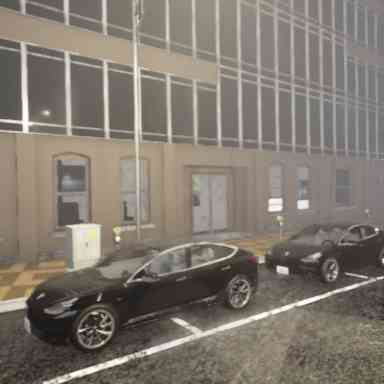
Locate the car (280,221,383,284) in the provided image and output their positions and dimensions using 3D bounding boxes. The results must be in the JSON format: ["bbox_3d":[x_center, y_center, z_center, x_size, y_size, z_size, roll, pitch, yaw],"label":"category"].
[{"bbox_3d":[3.990,1.531,9.419,4.313,1.339,1.947,0,-1,-35],"label":"car"}]

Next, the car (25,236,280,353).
[{"bbox_3d":[-0.630,1.555,6.124,4.313,1.339,1.947,0,-1,-35],"label":"car"}]
